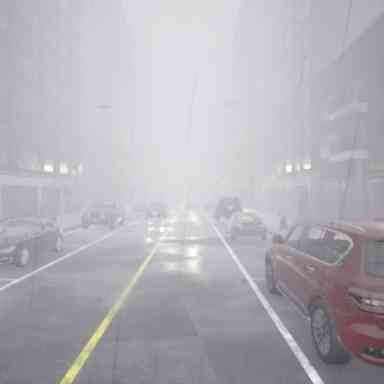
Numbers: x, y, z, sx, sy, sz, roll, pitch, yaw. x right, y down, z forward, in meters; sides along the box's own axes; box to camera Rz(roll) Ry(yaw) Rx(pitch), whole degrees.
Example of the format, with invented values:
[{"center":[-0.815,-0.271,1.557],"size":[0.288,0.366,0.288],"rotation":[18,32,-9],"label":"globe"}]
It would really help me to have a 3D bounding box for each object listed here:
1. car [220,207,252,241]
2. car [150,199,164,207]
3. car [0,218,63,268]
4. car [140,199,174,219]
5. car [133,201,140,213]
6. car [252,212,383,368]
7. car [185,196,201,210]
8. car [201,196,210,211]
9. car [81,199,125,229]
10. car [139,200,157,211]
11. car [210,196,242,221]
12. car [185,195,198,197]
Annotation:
[{"center":[2.671,1.661,16.991],"size":[1.802,1.307,4.206],"rotation":[0,0,0],"label":"car"},{"center":[-5.849,1.819,56.145],"size":[2.008,1.369,4.403],"rotation":[0,0,0],"label":"car"},{"center":[-5.855,1.604,11.380],"size":[2.008,1.369,4.403],"rotation":[0,0,0],"label":"car"},{"center":[-3.090,1.632,30.255],"size":[2.128,1.511,4.902],"rotation":[0,0,0],"label":"car"},{"center":[-5.851,1.729,39.358],"size":[1.887,1.381,4.507],"rotation":[0,0,0],"label":"car"},{"center":[2.669,1.342,5.803],"size":[2.192,1.841,5.009],"rotation":[0,0,0],"label":"car"},{"center":[0.051,1.752,47.933],"size":[1.812,1.442,4.674],"rotation":[0,0,1],"label":"car"},{"center":[2.675,1.652,44.962],"size":[1.967,1.590,4.097],"rotation":[0,0,0],"label":"car"},{"center":[-5.854,1.420,22.572],"size":[2.192,1.841,5.009],"rotation":[0,0,0],"label":"car"},{"center":[-5.851,1.757,44.954],"size":[1.887,1.381,4.507],"rotation":[0,0,0],"label":"car"},{"center":[3.006,1.358,28.815],"size":[2.150,2.045,5.566],"rotation":[0,0,0],"label":"car"},{"center":[0.012,1.819,60.970],"size":[1.812,1.442,4.674],"rotation":[0,0,0],"label":"car"}]
